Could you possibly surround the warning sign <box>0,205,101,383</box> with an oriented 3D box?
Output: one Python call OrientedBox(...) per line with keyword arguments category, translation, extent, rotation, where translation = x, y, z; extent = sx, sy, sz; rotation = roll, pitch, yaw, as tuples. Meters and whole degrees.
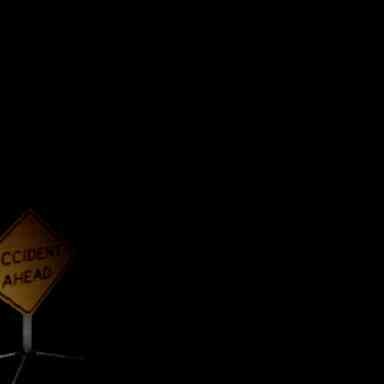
OrientedBox(category="warning sign", translation=(-1.966, 1.119, 3.988), extent=(1.060, 1.860, 1.300), rotation=(0, 0, 36))
